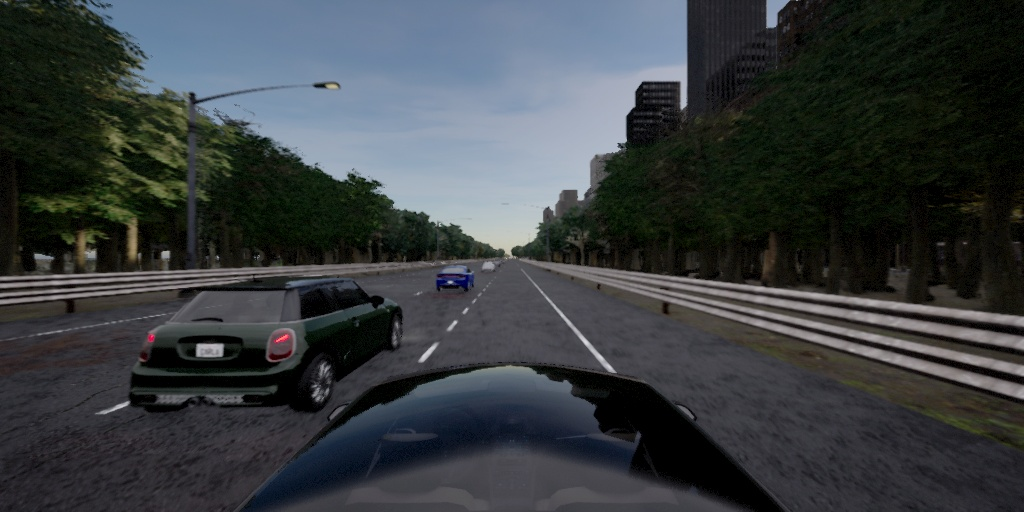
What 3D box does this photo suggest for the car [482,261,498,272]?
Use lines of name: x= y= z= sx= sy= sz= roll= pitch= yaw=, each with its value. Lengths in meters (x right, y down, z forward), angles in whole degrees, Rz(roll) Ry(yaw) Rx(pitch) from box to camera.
car: x=-3.497 y=1.635 z=53.944 sx=1.812 sy=1.442 sz=4.674 roll=0 pitch=0 yaw=0

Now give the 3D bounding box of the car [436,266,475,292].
car: x=-3.500 y=1.360 z=22.826 sx=1.882 sy=1.535 sz=5.008 roll=0 pitch=0 yaw=0

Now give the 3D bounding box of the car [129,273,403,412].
car: x=-3.500 y=1.127 z=6.278 sx=2.097 sy=1.767 sz=4.553 roll=0 pitch=0 yaw=0
